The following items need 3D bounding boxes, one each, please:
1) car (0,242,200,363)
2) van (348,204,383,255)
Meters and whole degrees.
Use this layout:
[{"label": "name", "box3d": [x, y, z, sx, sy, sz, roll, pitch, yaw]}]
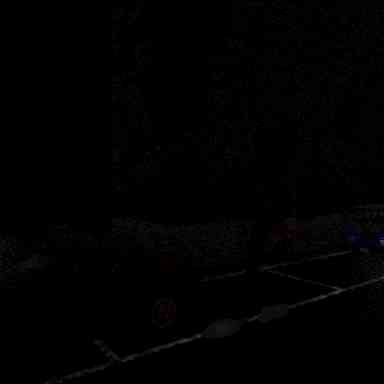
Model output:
[{"label": "car", "box3d": [-1.969, 1.542, 5.240, 4.507, 1.381, 1.887, 0, 0, -35]}, {"label": "van", "box3d": [7.153, 1.313, 11.745, 3.998, 1.788, 1.690, 0, 0, -35]}]
